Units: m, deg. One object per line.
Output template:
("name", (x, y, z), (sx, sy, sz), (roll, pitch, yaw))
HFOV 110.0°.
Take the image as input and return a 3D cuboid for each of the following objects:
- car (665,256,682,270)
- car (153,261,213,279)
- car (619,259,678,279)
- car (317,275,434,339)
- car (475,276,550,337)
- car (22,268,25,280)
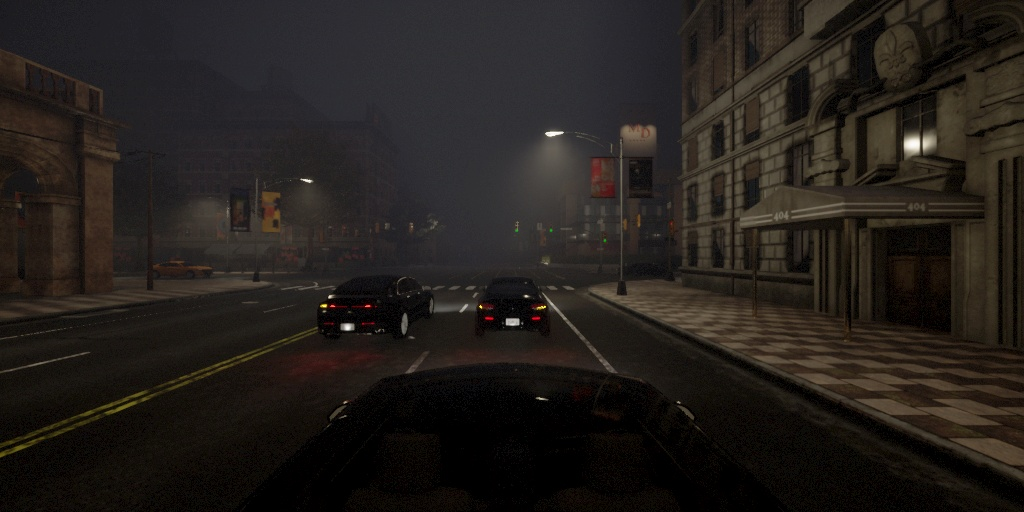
("car", (20.019, 0.971, 44.292), (5.566, 2.045, 2.150), (0, 0, 1))
("car", (-29.956, 1.228, 32.453), (5.008, 1.535, 1.882), (0, 0, 0))
("car", (12.121, 1.275, 32.591), (4.674, 1.442, 1.812), (0, 0, 0))
("car", (-3.488, 1.255, 10.021), (1.837, 1.490, 4.892), (0, 0, 0))
("car", (0.013, 1.276, 10.142), (1.812, 1.442, 4.674), (0, 0, 0))
("car", (-40.308, 1.228, 32.422), (5.008, 1.535, 1.882), (0, 0, 0))
